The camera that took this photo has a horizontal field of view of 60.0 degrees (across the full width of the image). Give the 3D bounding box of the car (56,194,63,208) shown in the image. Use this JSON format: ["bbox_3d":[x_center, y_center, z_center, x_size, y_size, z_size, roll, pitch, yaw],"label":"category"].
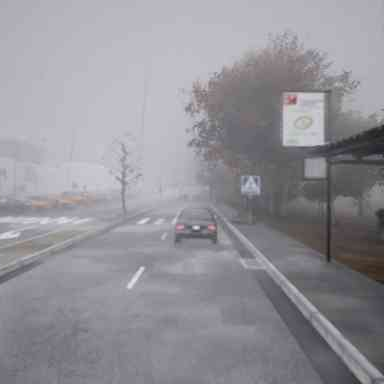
[{"bbox_3d":[-16.452,1.157,34.947,4.792,1.488,2.163,0,0,-19],"label":"car"}]

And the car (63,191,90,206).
[{"bbox_3d":[-16.268,0.973,43.917,4.553,1.767,2.185,0,0,-19],"label":"car"}]

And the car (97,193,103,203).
[{"bbox_3d":[-16.207,1.102,49.877,4.674,1.452,2.002,0,1,-19],"label":"car"}]

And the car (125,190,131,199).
[{"bbox_3d":[-15.982,0.591,67.767,5.566,2.045,2.435,-1,1,-19],"label":"car"}]

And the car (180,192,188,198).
[{"bbox_3d":[-1.884,0.701,82.722,1.812,1.442,4.674,0,1,1],"label":"car"}]

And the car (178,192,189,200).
[{"bbox_3d":[-2.024,0.889,72.610,2.128,1.511,4.902,0,1,1],"label":"car"}]

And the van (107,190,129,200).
[{"bbox_3d":[-15.803,0.564,70.808,4.442,1.987,1.878,-1,1,-19],"label":"van"}]

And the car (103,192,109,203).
[{"bbox_3d":[-16.195,1.069,52.849,4.792,1.488,2.163,-1,1,-19],"label":"car"}]

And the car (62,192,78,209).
[{"bbox_3d":[-16.208,1.115,38.006,5.366,1.575,1.946,0,0,-19],"label":"car"}]

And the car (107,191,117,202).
[{"bbox_3d":[-15.953,1.002,55.915,5.366,1.575,1.946,-1,0,-19],"label":"car"}]

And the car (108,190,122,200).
[{"bbox_3d":[-15.993,0.928,64.801,4.674,1.452,2.002,-1,1,-19],"label":"car"}]

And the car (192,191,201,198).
[{"bbox_3d":[1.117,0.556,82.648,2.097,1.767,4.553,0,1,1],"label":"car"}]

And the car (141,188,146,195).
[{"bbox_3d":[-15.627,0.508,88.696,4.792,1.488,2.163,-1,1,-19],"label":"car"}]

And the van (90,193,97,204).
[{"bbox_3d":[-16.147,0.858,46.942,4.442,1.987,1.878,0,0,-19],"label":"van"}]

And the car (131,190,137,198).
[{"bbox_3d":[-15.844,0.488,73.761,5.566,2.045,2.435,-1,1,-19],"label":"car"}]

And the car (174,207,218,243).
[{"bbox_3d":[0.190,1.408,15.359,2.033,1.411,5.357,0,0,1],"label":"car"}]

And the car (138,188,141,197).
[{"bbox_3d":[-15.710,0.457,82.704,4.553,1.767,2.185,-1,1,-19],"label":"car"}]

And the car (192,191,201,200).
[{"bbox_3d":[0.976,0.864,72.568,1.882,1.535,5.008,0,1,1],"label":"car"}]

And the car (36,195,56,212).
[{"bbox_3d":[-16.294,1.131,32.040,5.366,1.575,1.946,0,0,-19],"label":"car"}]

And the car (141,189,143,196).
[{"bbox_3d":[-15.692,0.571,85.679,4.674,1.452,2.002,-1,1,-19],"label":"car"}]

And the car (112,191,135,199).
[{"bbox_3d":[-15.819,0.688,76.733,4.892,1.521,2.231,-1,1,-19],"label":"car"}]

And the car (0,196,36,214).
[{"bbox_3d":[-16.507,1.187,28.994,4.674,1.452,2.002,0,1,-19],"label":"car"}]
